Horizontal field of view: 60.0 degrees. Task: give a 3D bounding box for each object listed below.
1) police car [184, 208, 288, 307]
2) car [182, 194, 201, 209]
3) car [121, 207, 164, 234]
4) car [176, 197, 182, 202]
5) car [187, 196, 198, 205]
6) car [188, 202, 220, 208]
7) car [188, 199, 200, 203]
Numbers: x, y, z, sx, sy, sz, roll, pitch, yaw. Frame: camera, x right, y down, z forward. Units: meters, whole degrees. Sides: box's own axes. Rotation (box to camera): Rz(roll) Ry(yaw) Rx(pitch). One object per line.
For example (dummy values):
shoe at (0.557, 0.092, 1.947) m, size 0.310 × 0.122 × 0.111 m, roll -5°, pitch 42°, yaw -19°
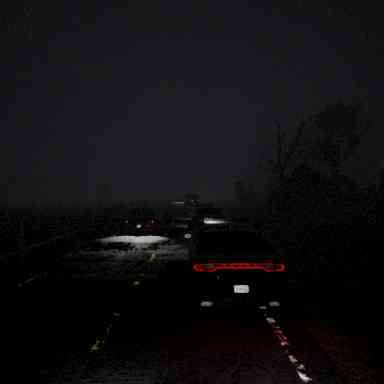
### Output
police car at (0.833, 1.426, 8.178) m, size 1.930 × 1.638 × 5.238 m, roll 0°, pitch 0°, yaw 0°
car at (0.078, 1.251, 45.961) m, size 2.150 × 2.045 × 5.566 m, roll 0°, pitch 0°, yaw 1°
car at (-2.732, 1.567, 19.087) m, size 1.994 × 1.385 × 4.181 m, roll 0°, pitch 0°, yaw 0°
car at (-2.684, 1.691, 75.325) m, size 1.895 × 1.301 × 4.718 m, roll 0°, pitch 0°, yaw 0°
car at (0.054, 1.534, 60.575) m, size 1.882 × 1.535 × 5.008 m, roll 0°, pitch 0°, yaw 0°
car at (0.841, 1.508, 18.068) m, size 1.837 × 1.490 × 4.892 m, roll 0°, pitch 0°, yaw 0°
car at (0.847, 1.511, 24.068) m, size 1.837 × 1.490 × 4.892 m, roll 0°, pitch 0°, yaw 0°
